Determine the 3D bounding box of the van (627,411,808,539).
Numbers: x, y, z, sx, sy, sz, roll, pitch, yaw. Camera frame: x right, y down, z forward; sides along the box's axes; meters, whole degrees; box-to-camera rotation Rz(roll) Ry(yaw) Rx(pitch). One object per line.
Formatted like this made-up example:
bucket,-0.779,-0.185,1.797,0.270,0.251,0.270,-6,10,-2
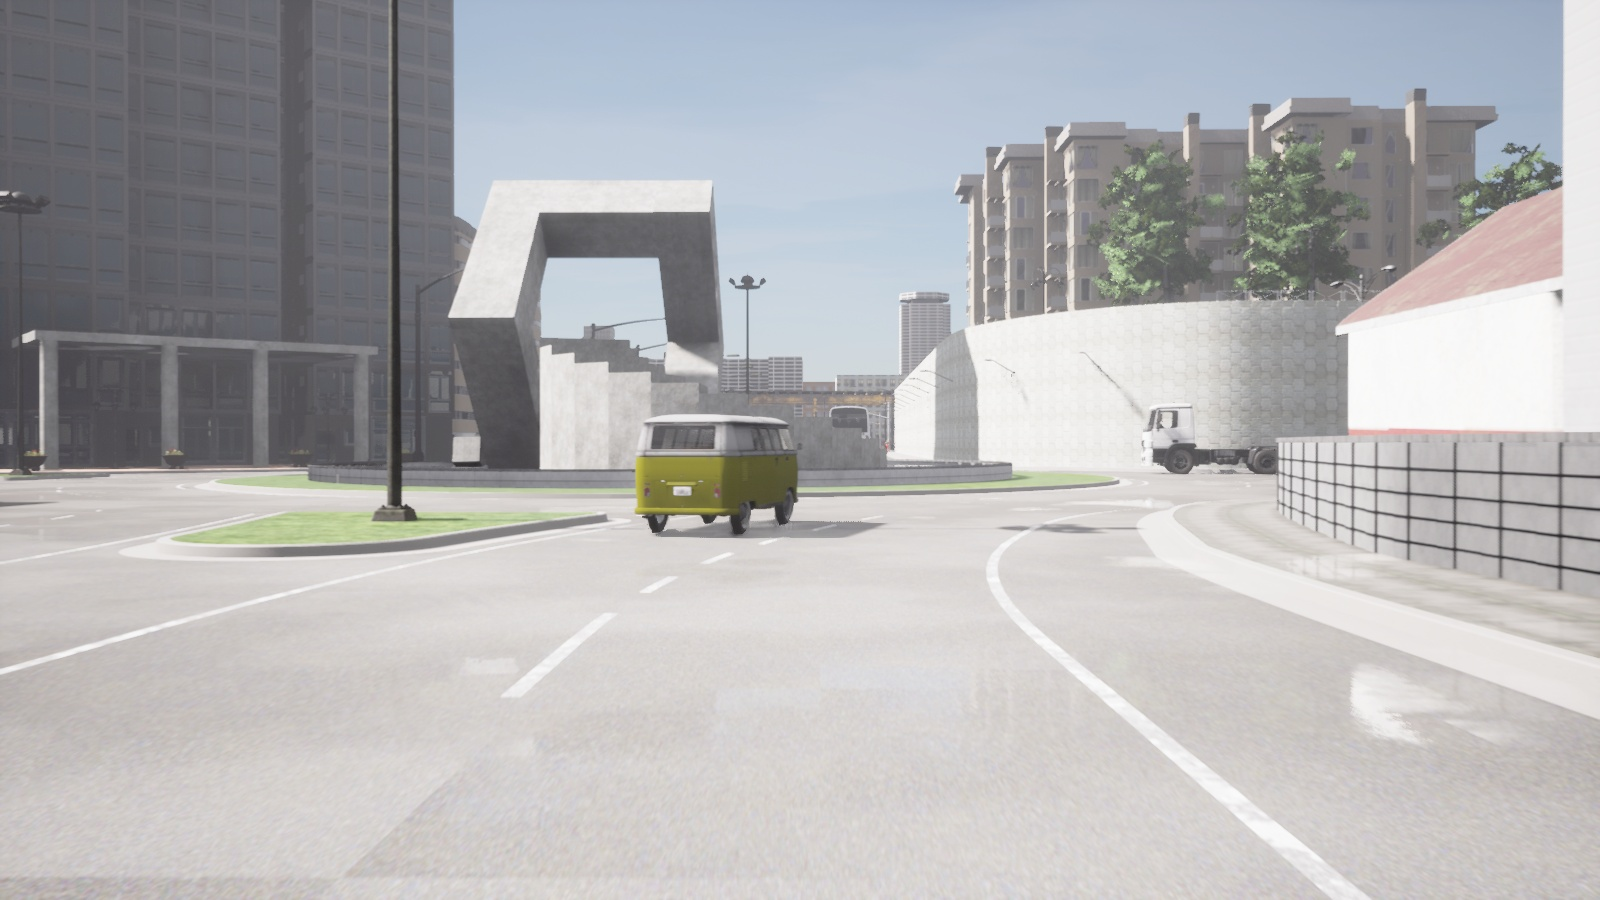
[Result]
van,-1.301,0.374,21.948,1.775,1.987,4.442,0,0,16

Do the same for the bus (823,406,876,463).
bus,3.884,-1.185,99.083,3.944,4.253,10.273,0,0,2

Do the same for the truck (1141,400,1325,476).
truck,20.347,-0.556,59.447,7.936,3.462,2.891,0,0,11
